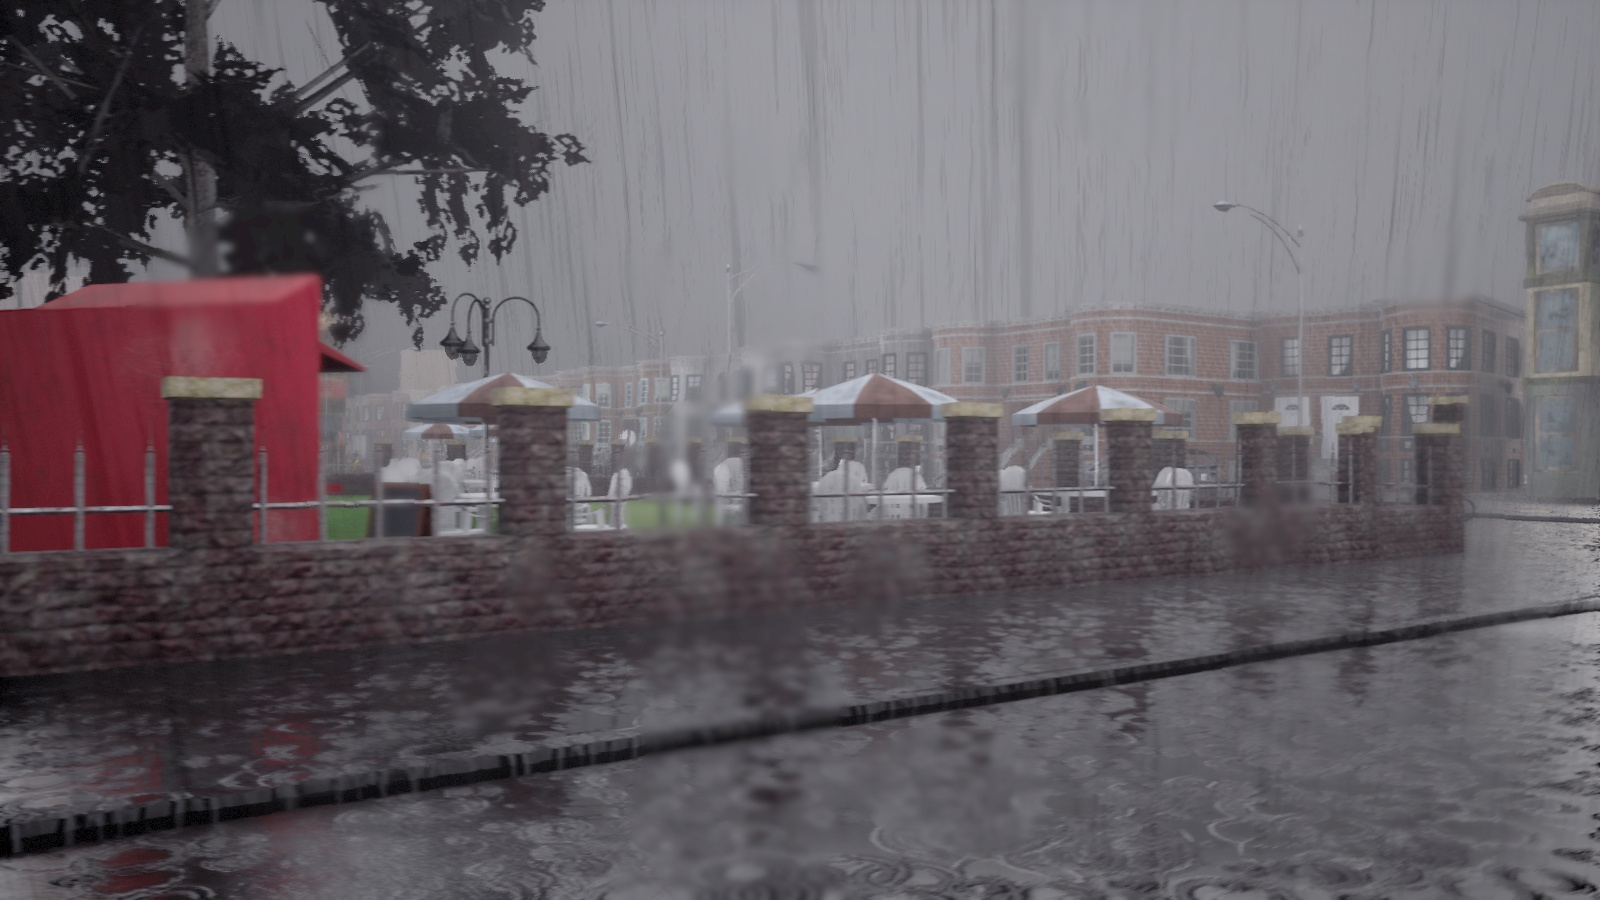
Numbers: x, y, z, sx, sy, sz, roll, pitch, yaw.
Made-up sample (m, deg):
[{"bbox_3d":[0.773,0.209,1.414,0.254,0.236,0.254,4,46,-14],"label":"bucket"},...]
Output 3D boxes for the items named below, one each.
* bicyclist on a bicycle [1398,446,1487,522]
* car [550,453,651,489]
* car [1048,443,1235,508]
[{"bbox_3d":[14.132,0.719,27.661,0.866,1.612,1.509,0,0,-34],"label":"bicyclist on a bicycle"},{"bbox_3d":[-8.732,0.904,55.408,1.837,1.490,4.892,1,0,28],"label":"car"},{"bbox_3d":[9.335,0.654,34.634,2.242,1.667,4.611,0,0,-35],"label":"car"}]
